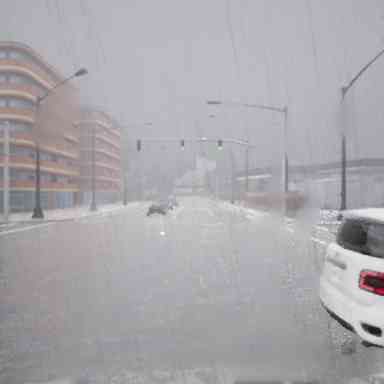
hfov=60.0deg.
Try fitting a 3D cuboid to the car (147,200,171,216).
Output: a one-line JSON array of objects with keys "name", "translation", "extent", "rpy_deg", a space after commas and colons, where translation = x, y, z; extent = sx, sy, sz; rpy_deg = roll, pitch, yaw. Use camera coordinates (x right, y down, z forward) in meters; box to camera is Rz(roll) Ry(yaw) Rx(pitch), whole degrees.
[{"name": "car", "translation": [-3.616, 1.800, 35.310], "extent": [1.895, 1.301, 4.718], "rpy_deg": [0, 0, 0]}]

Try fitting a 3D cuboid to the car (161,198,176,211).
[{"name": "car", "translation": [-3.618, 1.609, 45.625], "extent": [2.097, 1.767, 4.553], "rpy_deg": [0, 0, -1]}]

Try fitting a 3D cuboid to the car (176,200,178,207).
[{"name": "car", "translation": [-3.571, 1.825, 59.488], "extent": [2.128, 1.511, 4.902], "rpy_deg": [0, 0, 0]}]

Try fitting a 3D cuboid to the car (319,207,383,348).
[{"name": "car", "translation": [4.754, 1.252, 4.716], "extent": [5.566, 2.045, 2.150], "rpy_deg": [0, 0, 2]}]
